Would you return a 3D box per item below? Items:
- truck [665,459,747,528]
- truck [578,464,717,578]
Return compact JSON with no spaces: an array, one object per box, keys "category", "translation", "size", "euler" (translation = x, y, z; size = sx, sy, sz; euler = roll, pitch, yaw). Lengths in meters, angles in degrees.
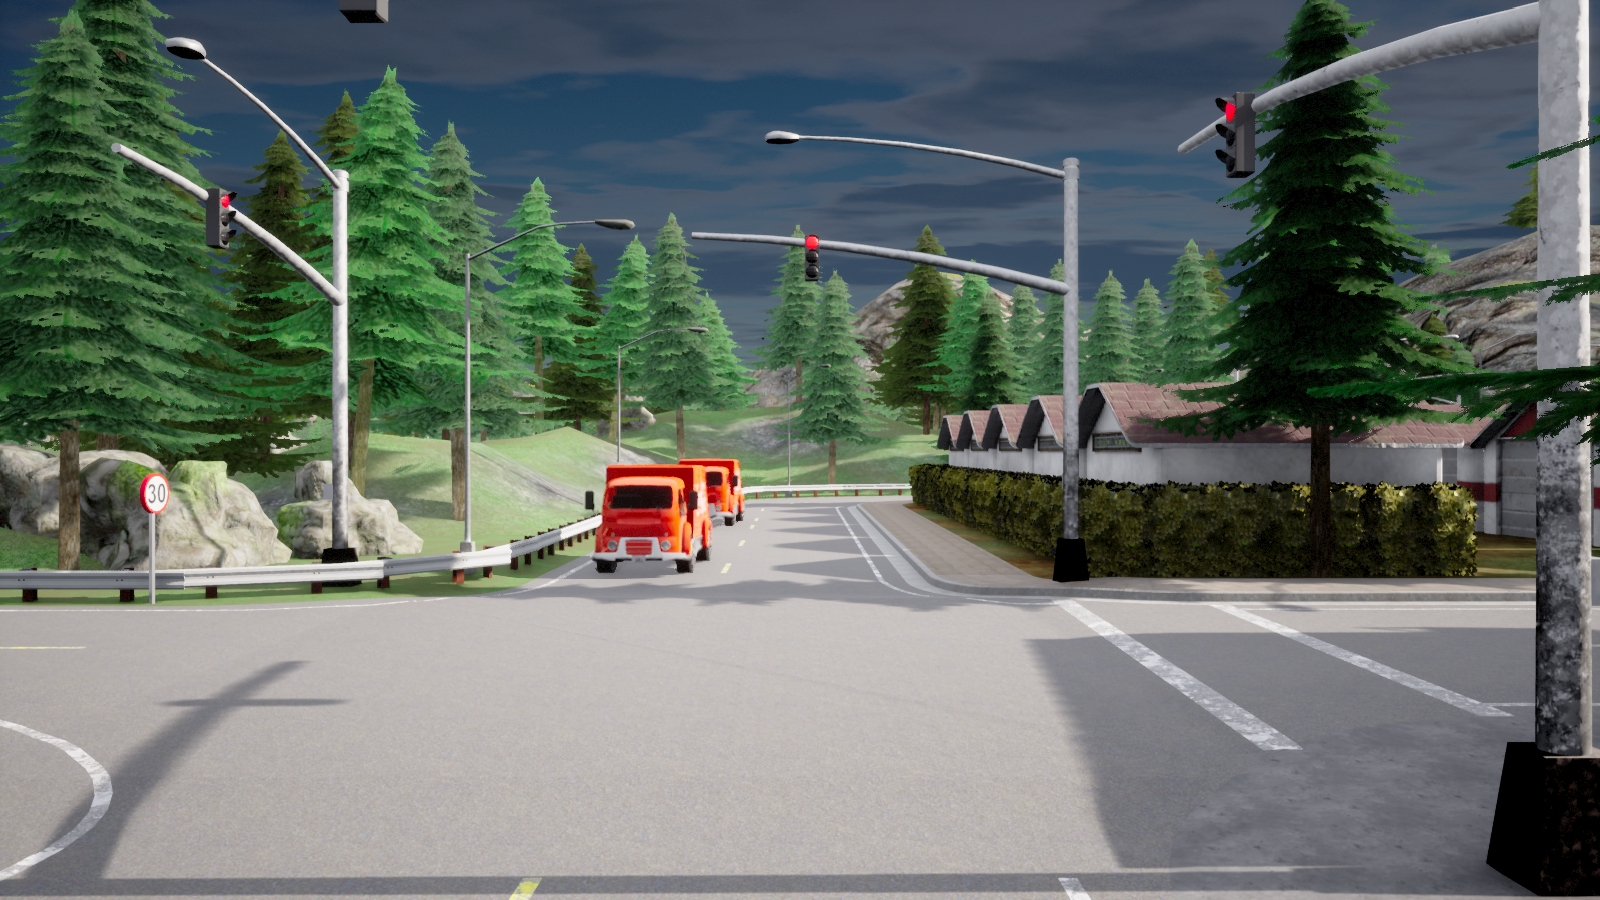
[{"category":"truck","translation":[-3.478,1.568,43.370],"size":[2.627,2.467,5.204],"euler":[0,0,0]},{"category":"truck","translation":[-3.499,1.571,27.361],"size":[2.627,2.467,5.204],"euler":[0,-1,0]}]
